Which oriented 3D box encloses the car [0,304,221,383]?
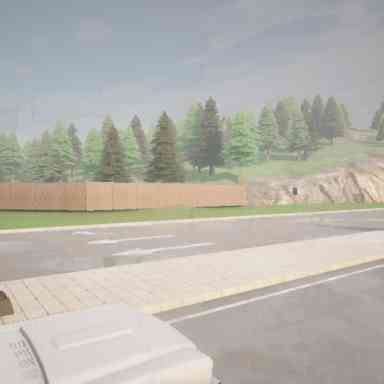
[{"bbox_3d":[-2.076,1.601,2.274,4.718,1.301,1.895,0,0,-35],"label":"car"}]
